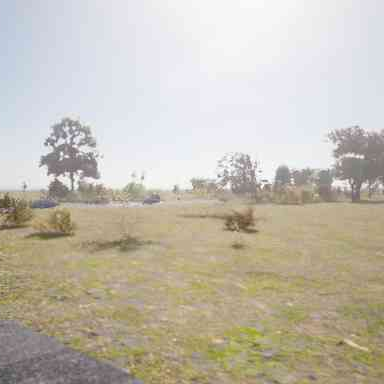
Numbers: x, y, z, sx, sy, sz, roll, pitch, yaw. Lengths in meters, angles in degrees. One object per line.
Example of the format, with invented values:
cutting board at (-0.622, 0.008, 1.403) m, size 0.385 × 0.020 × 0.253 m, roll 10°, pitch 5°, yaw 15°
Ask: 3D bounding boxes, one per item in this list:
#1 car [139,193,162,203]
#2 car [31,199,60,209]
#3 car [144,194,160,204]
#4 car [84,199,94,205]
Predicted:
car at (-9.641, 1.378, 76.932) m, size 2.150 × 2.045 × 5.566 m, roll 0°, pitch 0°, yaw 34°
car at (-20.966, 1.647, 47.419) m, size 1.994 × 1.385 × 4.181 m, roll 0°, pitch 0°, yaw 34°
car at (-8.528, 1.713, 66.001) m, size 1.994 × 1.385 × 4.181 m, roll 0°, pitch 0°, yaw 34°
car at (-18.391, 1.618, 63.865) m, size 1.837 × 1.490 × 4.892 m, roll 0°, pitch 1°, yaw 34°
